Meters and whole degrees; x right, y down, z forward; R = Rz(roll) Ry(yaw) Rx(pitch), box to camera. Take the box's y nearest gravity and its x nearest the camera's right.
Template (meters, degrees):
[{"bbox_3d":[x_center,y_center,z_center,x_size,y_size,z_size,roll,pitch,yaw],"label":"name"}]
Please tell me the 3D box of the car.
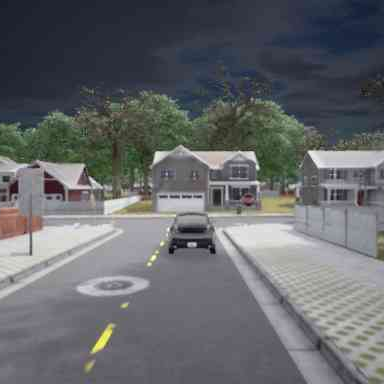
[{"bbox_3d":[0.008,1.628,14.266,1.837,1.490,4.892,0,0,0],"label":"car"}]
